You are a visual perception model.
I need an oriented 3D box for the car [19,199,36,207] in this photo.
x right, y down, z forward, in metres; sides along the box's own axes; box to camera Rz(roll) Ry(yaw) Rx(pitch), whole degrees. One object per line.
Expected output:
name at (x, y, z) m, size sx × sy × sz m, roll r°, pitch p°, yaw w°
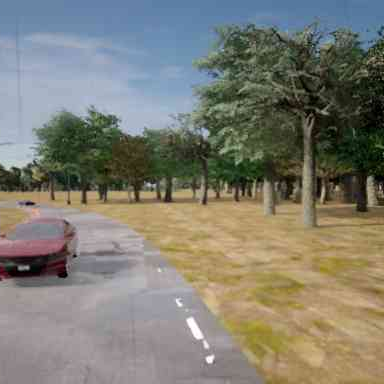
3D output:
car at (-30.153, 1.999, 60.949) m, size 1.895 × 1.301 × 4.718 m, roll 0°, pitch 0°, yaw -40°

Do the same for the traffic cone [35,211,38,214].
traffic cone at (-14.445, 2.252, 31.585) m, size 0.340 × 0.580 × 0.340 m, roll 0°, pitch 0°, yaw -25°

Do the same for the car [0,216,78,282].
car at (-4.707, 1.592, 10.486) m, size 1.882 × 1.535 × 5.008 m, roll 0°, pitch -1°, yaw -15°
